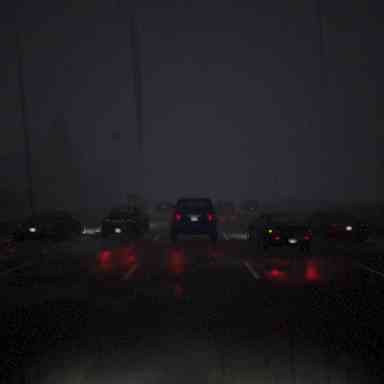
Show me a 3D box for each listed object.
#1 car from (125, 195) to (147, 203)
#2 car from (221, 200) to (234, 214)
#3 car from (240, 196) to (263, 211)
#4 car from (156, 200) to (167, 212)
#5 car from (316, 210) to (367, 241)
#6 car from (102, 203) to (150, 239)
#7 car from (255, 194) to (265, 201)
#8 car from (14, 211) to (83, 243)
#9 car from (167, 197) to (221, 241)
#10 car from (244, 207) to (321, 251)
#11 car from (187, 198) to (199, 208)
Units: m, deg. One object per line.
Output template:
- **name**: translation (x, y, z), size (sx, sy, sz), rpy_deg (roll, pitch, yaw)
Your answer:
- **car**: translation (-6.897, 1.357, 41.377), size (2.150, 2.045, 5.566), rpy_deg (0, 0, 0)
- **car**: translation (3.603, 1.613, 37.339), size (2.128, 1.511, 4.902), rpy_deg (0, 0, 0)
- **car**: translation (7.106, 1.639, 41.291), size (1.837, 1.490, 4.892), rpy_deg (0, 0, 0)
- **car**: translation (-3.396, 1.699, 41.773), size (1.994, 1.385, 4.181), rpy_deg (0, 0, 0)
- **car**: translation (7.101, 1.619, 17.044), size (1.994, 1.385, 4.181), rpy_deg (0, 0, 0)
- **car**: translation (-3.399, 1.550, 17.692), size (2.128, 1.511, 4.902), rpy_deg (0, 0, 0)
- **car**: translation (15.929, 1.475, 81.494), size (3.866, 1.878, 1.905), rpy_deg (0, 0, 0)
- **car**: translation (-6.898, 1.618, 16.429), size (1.994, 1.385, 4.181), rpy_deg (0, 0, 0)
- **car**: translation (0.101, 1.279, 17.276), size (2.150, 2.045, 5.566), rpy_deg (0, 0, 0)
- **car**: translation (3.604, 1.572, 14.204), size (1.812, 1.442, 4.674), rpy_deg (0, 0, 0)
- **car**: translation (0.109, 1.700, 54.097), size (1.812, 1.442, 4.674), rpy_deg (0, 0, 0)
